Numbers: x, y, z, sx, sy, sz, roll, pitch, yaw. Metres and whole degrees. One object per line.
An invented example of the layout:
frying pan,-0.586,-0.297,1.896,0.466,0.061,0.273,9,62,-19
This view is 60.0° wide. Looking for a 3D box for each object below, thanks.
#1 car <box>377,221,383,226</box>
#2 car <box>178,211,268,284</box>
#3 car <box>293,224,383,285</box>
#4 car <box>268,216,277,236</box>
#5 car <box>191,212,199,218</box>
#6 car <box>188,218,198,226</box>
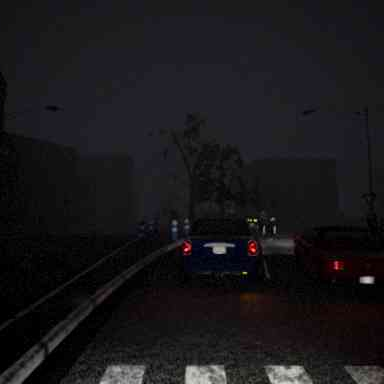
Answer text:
car,22.204,3.782,35.999,4.902,1.511,2.128,2,-7,-11
car,0.956,1.400,9.996,2.097,1.767,4.553,-1,0,8
car,4.092,1.596,9.382,1.895,1.301,4.718,-1,0,8
car,3.819,1.941,20.194,1.837,1.490,4.892,-3,-7,25
car,0.856,6.543,94.747,1.837,1.490,4.892,-1,-1,6
car,0.172,6.411,72.129,1.895,1.301,4.718,0,-1,-3
